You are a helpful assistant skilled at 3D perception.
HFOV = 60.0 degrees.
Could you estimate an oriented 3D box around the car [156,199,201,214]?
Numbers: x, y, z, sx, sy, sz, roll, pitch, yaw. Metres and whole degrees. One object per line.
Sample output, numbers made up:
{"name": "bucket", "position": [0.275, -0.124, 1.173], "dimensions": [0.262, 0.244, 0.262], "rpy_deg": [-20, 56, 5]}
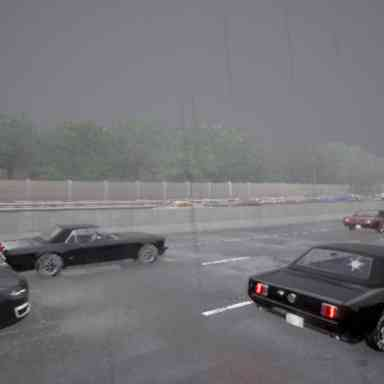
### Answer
{"name": "car", "position": [-1.467, 1.607, 37.275], "dimensions": [4.892, 1.490, 1.837], "rpy_deg": [1, 0, -35]}

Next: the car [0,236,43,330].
{"name": "car", "position": [-4.910, 1.495, 4.541], "dimensions": [4.892, 1.490, 1.837], "rpy_deg": [1, 0, -36]}

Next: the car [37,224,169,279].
{"name": "car", "position": [-3.093, 1.621, 10.135], "dimensions": [4.718, 1.301, 1.895], "rpy_deg": [0, 0, -35]}

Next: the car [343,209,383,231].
{"name": "car", "position": [11.380, 1.703, 20.403], "dimensions": [4.718, 1.301, 1.895], "rpy_deg": [0, 0, -35]}

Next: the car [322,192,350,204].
{"name": "car", "position": [23.923, 1.043, 55.004], "dimensions": [5.566, 2.045, 2.150], "rpy_deg": [-3, 1, -35]}

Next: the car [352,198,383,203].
{"name": "car", "position": [22.666, 1.492, 41.343], "dimensions": [5.357, 1.411, 2.033], "rpy_deg": [-1, 1, -35]}

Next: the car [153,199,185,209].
{"name": "car", "position": [-1.231, 1.569, 28.870], "dimensions": [5.008, 1.535, 1.882], "rpy_deg": [0, 0, -35]}

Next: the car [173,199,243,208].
{"name": "car", "position": [1.325, 1.585, 26.392], "dimensions": [4.902, 1.511, 2.128], "rpy_deg": [0, 0, -35]}

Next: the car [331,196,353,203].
{"name": "car", "position": [21.314, 1.535, 44.668], "dimensions": [4.718, 1.301, 1.895], "rpy_deg": [-1, 1, -35]}

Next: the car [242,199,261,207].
{"name": "car", "position": [5.775, 1.567, 38.104], "dimensions": [5.008, 1.535, 1.882], "rpy_deg": [0, 0, -35]}

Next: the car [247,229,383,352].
{"name": "car", "position": [3.348, 1.641, 6.252], "dimensions": [4.718, 1.301, 1.895], "rpy_deg": [0, 0, -35]}
